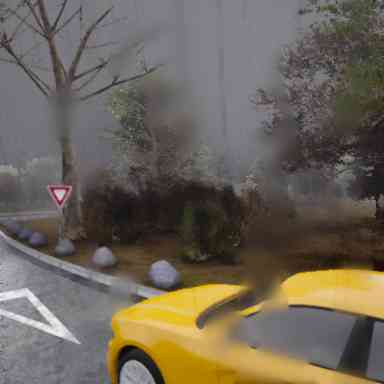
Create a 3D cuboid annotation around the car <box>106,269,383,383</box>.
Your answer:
[{"bbox_3d":[1.323,1.484,2.984,5.008,1.535,1.882,0,0,37],"label":"car"}]
